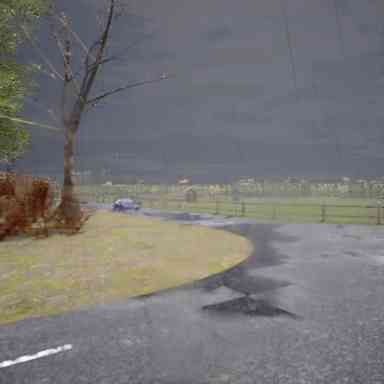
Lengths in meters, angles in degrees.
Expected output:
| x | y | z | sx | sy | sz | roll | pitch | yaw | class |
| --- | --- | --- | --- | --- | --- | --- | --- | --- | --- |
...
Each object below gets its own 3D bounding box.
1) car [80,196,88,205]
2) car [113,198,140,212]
| x | y | z | sx | sy | sz | roll | pitch | yaw | class |
| --- | --- | --- | --- | --- | --- | --- | --- | --- | --- |
| -19.214 | 1.421 | 56.539 | 2.033 | 1.411 | 5.357 | -1 | 0 | -32 | car |
| -7.464 | 1.442 | 37.423 | 1.812 | 1.442 | 4.674 | -1 | 0 | -32 | car |
